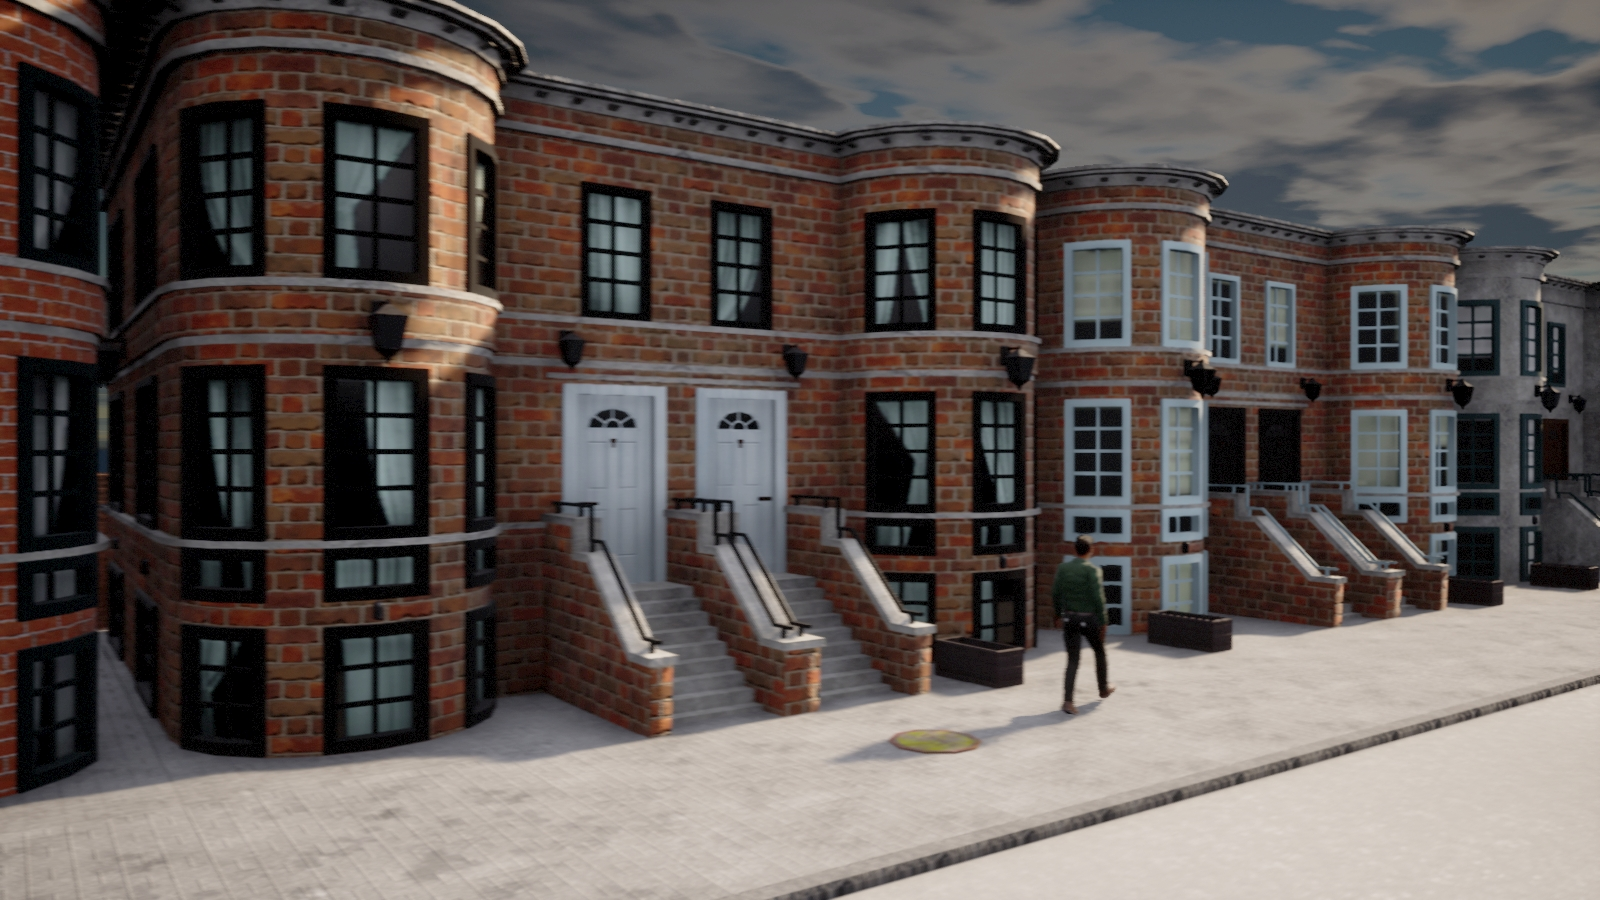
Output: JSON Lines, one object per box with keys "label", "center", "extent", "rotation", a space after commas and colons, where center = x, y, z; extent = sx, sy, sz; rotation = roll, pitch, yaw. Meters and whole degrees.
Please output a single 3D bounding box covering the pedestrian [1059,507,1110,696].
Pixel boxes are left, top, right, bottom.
{"label": "pedestrian", "center": [2.906, 1.524, 11.682], "extent": [0.375, 1.860, 0.375], "rotation": [0, 0, 42]}
